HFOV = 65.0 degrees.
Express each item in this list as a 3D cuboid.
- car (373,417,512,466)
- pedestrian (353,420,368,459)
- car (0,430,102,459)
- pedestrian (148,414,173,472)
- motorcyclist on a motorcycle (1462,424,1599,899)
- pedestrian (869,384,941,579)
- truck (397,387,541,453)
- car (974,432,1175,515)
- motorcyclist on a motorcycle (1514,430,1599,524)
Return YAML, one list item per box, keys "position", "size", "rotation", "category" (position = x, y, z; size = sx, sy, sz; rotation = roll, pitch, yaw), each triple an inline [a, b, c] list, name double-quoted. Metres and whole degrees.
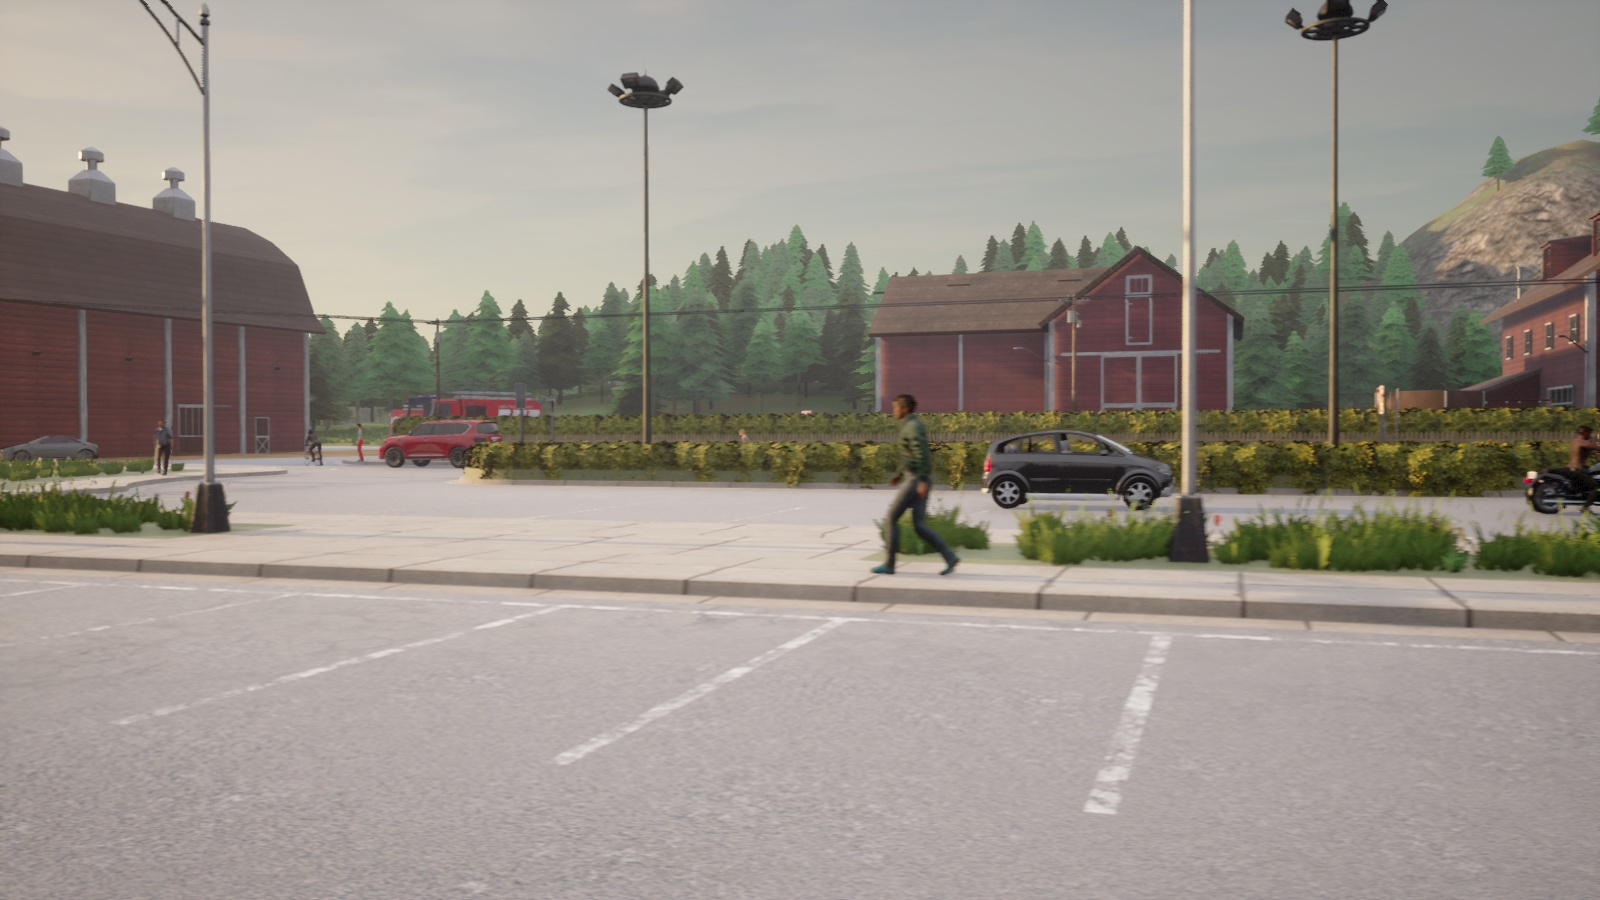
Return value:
- position: [-15.465, -0.383, 54.324]
  size: [5.566, 2.045, 2.150]
  rotation: [1, 1, 19]
  category: "car"
- position: [-20.814, -0.498, 59.453]
  size: [0.594, 1.836, 0.345]
  rotation: [0, 1, -8]
  category: "pedestrian"
- position: [-36.547, -0.294, 61.172]
  size: [4.181, 1.385, 1.994]
  rotation: [-1, 1, -37]
  category: "car"
- position: [-20.552, -0.242, 40.379]
  size: [0.540, 1.848, 0.694]
  rotation: [0, 1, -10]
  category: "pedestrian"
- position: [2.361, 0.750, 2.398]
  size: [1.817, 1.590, 0.866]
  rotation: [1, 1, 19]
  category: "motorcyclist on a motorcycle"
- position: [1.018, 0.291, 12.129]
  size: [0.614, 1.847, 0.353]
  rotation: [1, 1, 19]
  category: "pedestrian"
- position: [-20.136, -1.795, 76.912]
  size: [2.891, 3.827, 8.468]
  rotation: [1, 1, 38]
  category: "truck"
- position: [5.479, 0.426, 24.973]
  size: [3.705, 1.549, 1.789]
  rotation: [0, 1, 19]
  category: "car"
- position: [14.179, 0.471, 22.407]
  size: [2.350, 1.649, 0.766]
  rotation: [1, 1, 8]
  category: "motorcyclist on a motorcycle"
